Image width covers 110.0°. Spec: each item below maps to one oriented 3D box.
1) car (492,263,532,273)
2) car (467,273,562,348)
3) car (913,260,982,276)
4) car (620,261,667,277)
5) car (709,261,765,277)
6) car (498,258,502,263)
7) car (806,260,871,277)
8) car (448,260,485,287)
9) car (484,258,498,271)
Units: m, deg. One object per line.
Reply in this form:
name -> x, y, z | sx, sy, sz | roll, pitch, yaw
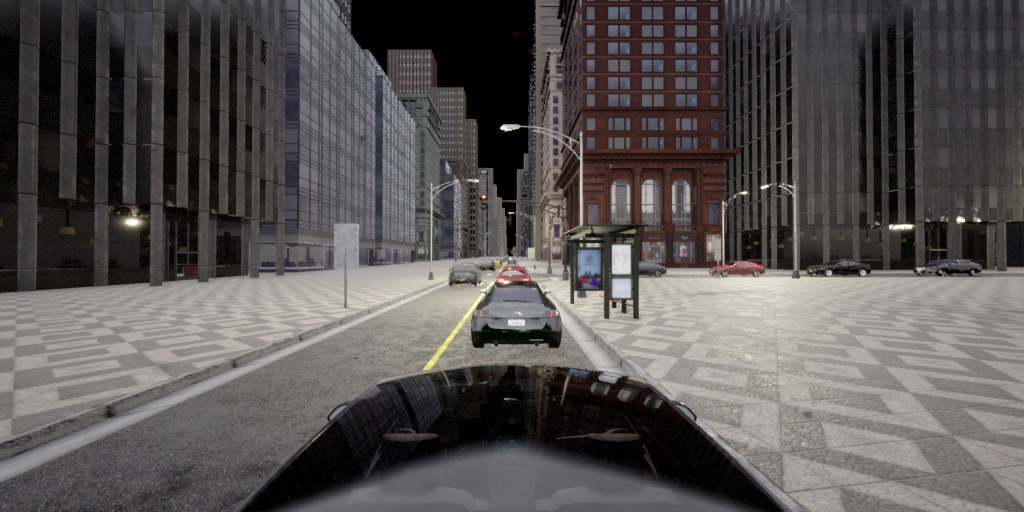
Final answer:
car -> 0.112, 1.269, 19.078 | 1.812, 1.442, 4.674 | 0, 0, 1
car -> 0.096, 1.314, 9.243 | 1.994, 1.385, 4.181 | 0, 0, 0
car -> 40.191, 1.087, 33.159 | 4.902, 1.511, 2.128 | 0, -1, 1
car -> 11.861, 1.225, 33.210 | 4.674, 1.442, 1.812 | 0, -1, -2
car -> 20.797, 1.194, 33.208 | 4.674, 1.442, 1.812 | 0, -1, 0
car -> -3.099, 1.130, 60.992 | 1.882, 1.535, 5.008 | 0, 0, 0
car -> 30.155, 1.112, 33.194 | 5.008, 1.535, 1.882 | 0, -1, 0
car -> -3.107, 1.242, 24.489 | 1.837, 1.490, 4.892 | 0, 0, 0
car -> -3.110, 1.171, 45.605 | 1.882, 1.535, 5.008 | 0, 1, 0
